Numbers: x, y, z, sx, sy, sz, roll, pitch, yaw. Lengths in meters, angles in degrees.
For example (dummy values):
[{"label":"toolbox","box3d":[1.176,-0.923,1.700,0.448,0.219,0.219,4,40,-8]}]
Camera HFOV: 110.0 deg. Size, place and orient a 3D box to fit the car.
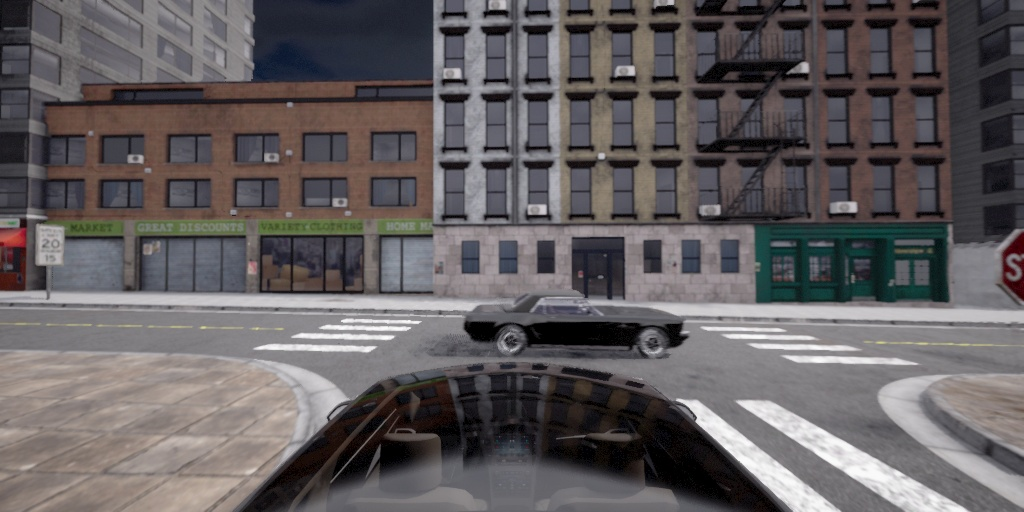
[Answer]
[{"label":"car","box3d":[1.355,1.457,8.199,4.718,1.301,1.895,1,-1,1]}]
